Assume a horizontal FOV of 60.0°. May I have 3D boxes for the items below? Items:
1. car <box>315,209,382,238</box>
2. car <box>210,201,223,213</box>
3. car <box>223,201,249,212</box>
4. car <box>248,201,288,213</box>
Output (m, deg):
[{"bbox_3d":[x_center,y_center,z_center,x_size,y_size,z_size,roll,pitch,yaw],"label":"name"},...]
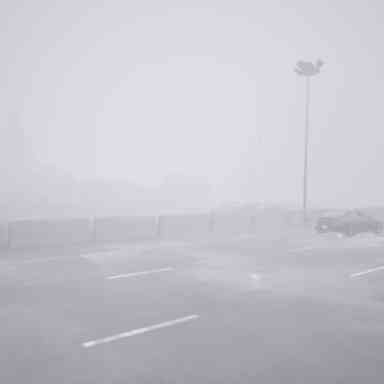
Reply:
[{"bbox_3d":[8.764,1.666,18.591,4.674,1.442,1.812,1,0,-35],"label":"car"},{"bbox_3d":[4.425,1.839,41.411,4.892,1.490,1.837,1,-1,-35],"label":"car"},{"bbox_3d":[6.456,1.795,38.561,5.008,1.535,1.882,1,-1,-35],"label":"car"},{"bbox_3d":[8.487,1.882,35.710,4.181,1.385,1.994,1,-1,-35],"label":"car"}]
